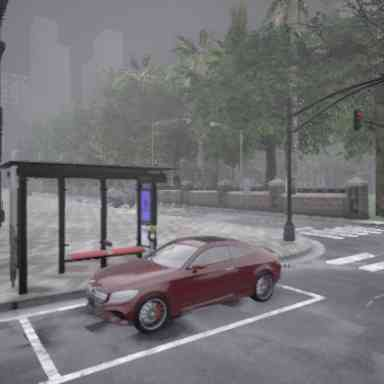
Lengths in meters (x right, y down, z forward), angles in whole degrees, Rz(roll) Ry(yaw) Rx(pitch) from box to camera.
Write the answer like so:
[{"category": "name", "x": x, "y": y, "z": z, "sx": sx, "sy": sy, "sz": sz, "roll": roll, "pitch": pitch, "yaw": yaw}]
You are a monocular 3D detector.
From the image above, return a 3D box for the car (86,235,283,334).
[{"category": "car", "x": 0.061, "y": 1.581, "z": 6.699, "sx": 4.206, "sy": 1.307, "sz": 1.802, "roll": 0, "pitch": 0, "yaw": -36}]
